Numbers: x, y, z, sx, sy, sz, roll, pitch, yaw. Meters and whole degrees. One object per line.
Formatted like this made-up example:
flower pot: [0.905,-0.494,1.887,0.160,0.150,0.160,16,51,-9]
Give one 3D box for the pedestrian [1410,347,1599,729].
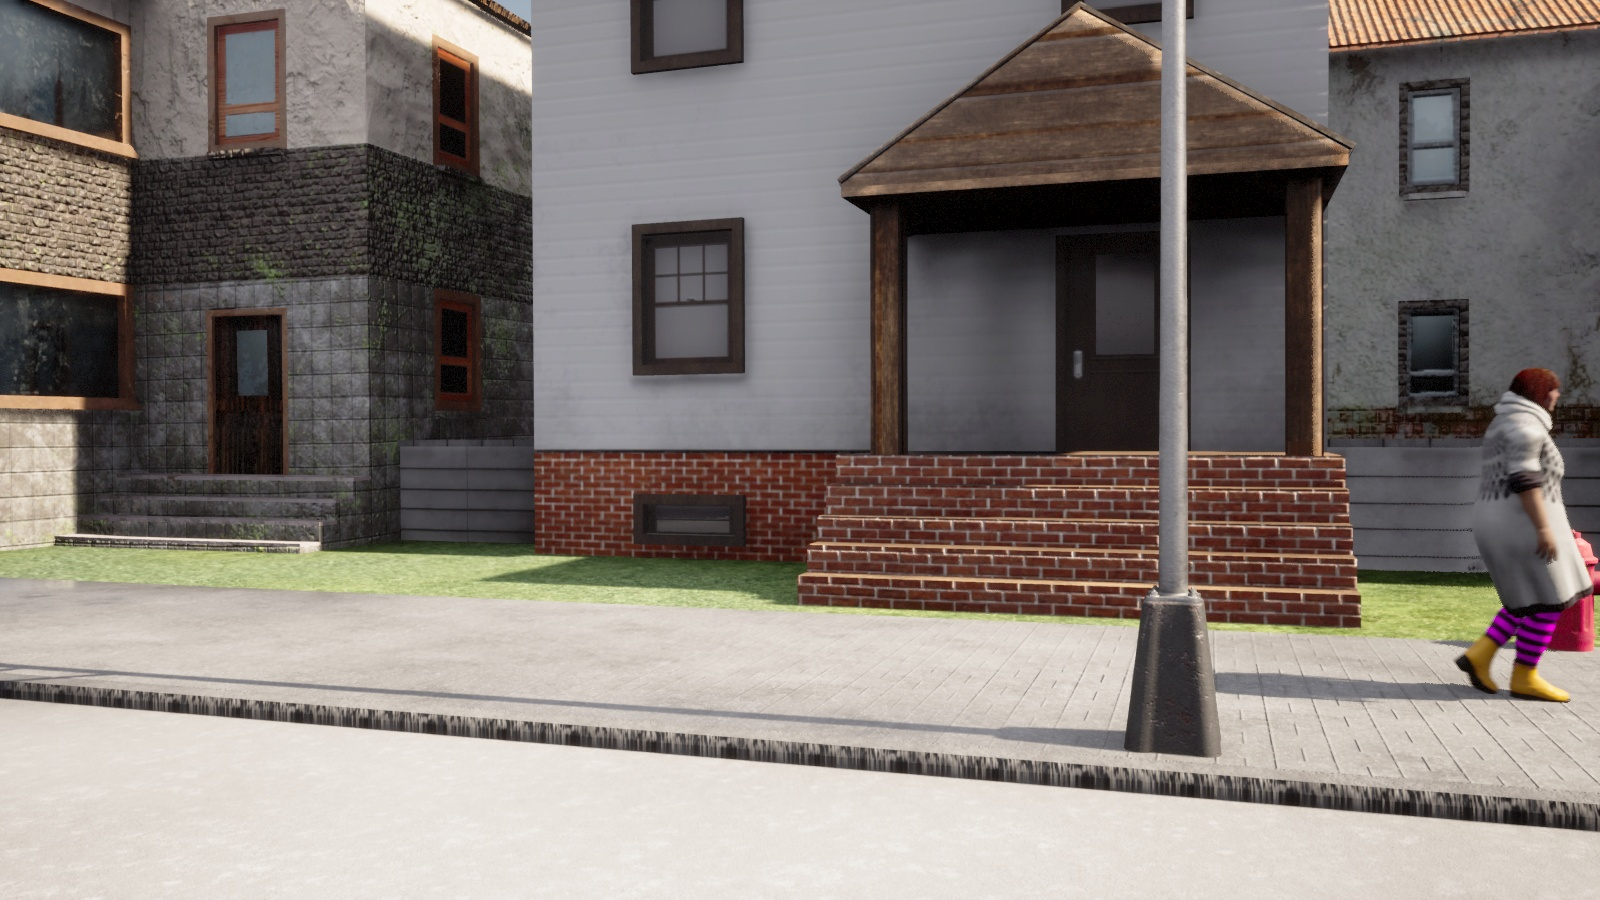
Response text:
pedestrian: [3.865,0.442,6.805,0.873,1.952,0.659,0,1,14]
